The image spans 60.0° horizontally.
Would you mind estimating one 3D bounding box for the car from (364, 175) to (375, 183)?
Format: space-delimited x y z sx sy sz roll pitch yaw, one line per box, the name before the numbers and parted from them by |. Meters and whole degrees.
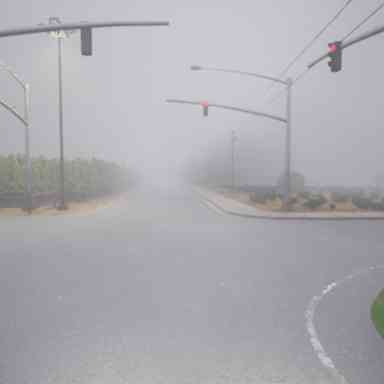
car | 42.032 -3.042 78.280 1.905 1.878 3.866 10 11 41
